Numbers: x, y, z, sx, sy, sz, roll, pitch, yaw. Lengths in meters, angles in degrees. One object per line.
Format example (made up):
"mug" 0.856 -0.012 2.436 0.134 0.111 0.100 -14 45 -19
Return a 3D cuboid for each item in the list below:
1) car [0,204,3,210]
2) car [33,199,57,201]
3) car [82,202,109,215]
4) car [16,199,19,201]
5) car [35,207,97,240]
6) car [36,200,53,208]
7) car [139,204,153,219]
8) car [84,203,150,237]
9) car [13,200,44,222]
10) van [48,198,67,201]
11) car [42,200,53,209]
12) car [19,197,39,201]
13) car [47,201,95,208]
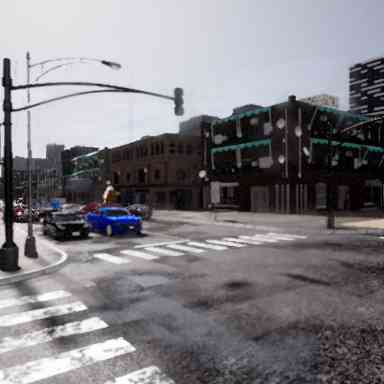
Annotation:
"car" -31.139 2.226 52.701 1.752 1.417 4.829 -2 0 -35
"car" -22.267 2.121 50.233 1.994 1.385 4.181 -1 0 -35
"car" -11.575 1.947 39.656 1.802 1.307 4.206 -2 0 -35
"car" -43.662 2.389 84.761 1.967 1.590 4.097 -2 0 -35
"car" -7.252 1.809 18.908 1.947 1.339 4.313 -2 0 -35
"car" -27.618 2.208 62.209 1.887 1.381 4.507 -2 0 -35
"car" -5.160 1.791 30.635 2.008 1.369 4.403 -2 0 -35
"car" -4.725 1.683 20.045 1.882 1.535 5.008 -1 0 -36
"car" -15.199 1.840 30.286 1.967 1.590 4.097 -2 0 -35
"van" -21.207 1.888 53.187 1.690 1.788 3.998 -2 0 -35
"car" -16.257 1.979 36.274 2.033 1.411 5.357 -1 0 -35
"car" -28.468 1.893 58.943 2.150 2.045 5.566 -1 0 -35
"car" -10.125 1.804 27.641 2.128 1.511 4.902 -1 0 -35
